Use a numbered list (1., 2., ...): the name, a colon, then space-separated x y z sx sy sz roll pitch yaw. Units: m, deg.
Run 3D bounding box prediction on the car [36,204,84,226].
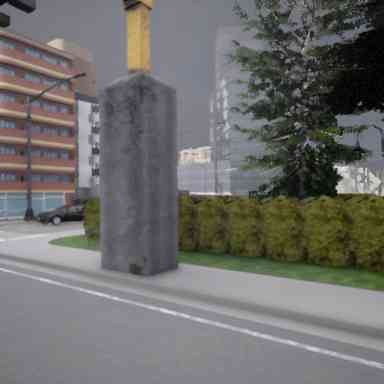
1. car: -9.920 1.762 26.770 1.882 1.535 5.008 -1 0 36
